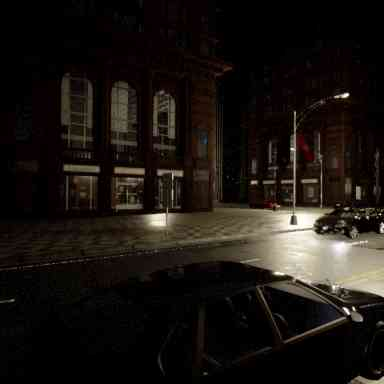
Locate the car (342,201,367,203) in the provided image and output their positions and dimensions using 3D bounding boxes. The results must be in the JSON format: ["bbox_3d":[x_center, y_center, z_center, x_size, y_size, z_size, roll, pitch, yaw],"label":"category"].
[{"bbox_3d":[16.900,1.658,33.732,1.837,1.490,4.892,1,-1,-31],"label":"car"}]

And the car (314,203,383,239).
[{"bbox_3d":[8.450,1.532,17.588,4.892,1.490,1.837,0,0,-35],"label":"car"}]

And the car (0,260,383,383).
[{"bbox_3d":[0.394,1.548,3.723,5.357,1.411,2.033,0,0,-36],"label":"car"}]

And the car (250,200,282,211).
[{"bbox_3d":[9.737,1.741,44.293,1.812,1.442,4.674,1,0,-36],"label":"car"}]
